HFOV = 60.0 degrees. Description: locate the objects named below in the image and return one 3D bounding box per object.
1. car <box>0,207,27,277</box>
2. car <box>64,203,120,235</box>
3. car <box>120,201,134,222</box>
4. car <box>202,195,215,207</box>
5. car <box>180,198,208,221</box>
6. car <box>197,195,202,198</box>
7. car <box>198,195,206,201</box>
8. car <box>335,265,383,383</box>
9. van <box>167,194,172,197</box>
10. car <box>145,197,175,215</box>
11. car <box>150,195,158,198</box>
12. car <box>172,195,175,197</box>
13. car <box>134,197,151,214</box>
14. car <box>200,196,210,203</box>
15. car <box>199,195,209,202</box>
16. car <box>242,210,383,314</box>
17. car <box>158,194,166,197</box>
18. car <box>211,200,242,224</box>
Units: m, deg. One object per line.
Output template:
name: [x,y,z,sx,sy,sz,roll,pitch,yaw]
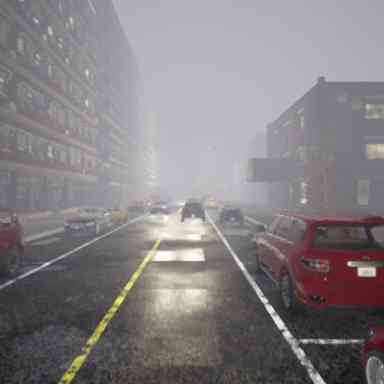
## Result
car: [-5.688,1.311,7.508,2.192,1.841,5.009,0,0,0]
car: [-5.692,1.545,18.587,2.008,1.369,4.403,0,0,0]
car: [-5.693,1.519,23.956,1.752,1.417,4.829,0,0,0]
car: [2.681,1.528,46.456,1.752,1.417,4.829,0,0,0]
car: [0.093,1.502,27.045,1.837,1.490,4.892,0,1,0]
car: [0.088,1.527,44.963,1.812,1.442,4.674,0,0,0]
car: [2.671,1.501,90.600,1.967,1.590,4.097,0,0,0]
car: [2.692,1.581,1.972,1.802,1.307,4.206,0,0,0]
van: [-5.704,1.365,68.441,1.690,1.788,3.998,0,0,0]
car: [-3.030,1.544,33.534,2.033,1.411,5.357,0,0,1]
car: [-5.697,1.439,40.744,1.967,1.590,4.097,0,0,0]
car: [-5.707,1.356,79.519,2.192,1.841,5.009,0,0,0]
car: [-5.696,1.542,35.205,1.887,1.381,4.507,0,0,0]
car: [2.676,1.550,68.612,1.752,1.417,4.829,0,0,0]
car: [2.675,1.473,73.982,1.967,1.590,4.097,0,0,0]
car: [2.692,1.312,7.511,2.192,1.841,5.009,0,0,0]
car: [-5.700,1.321,51.823,2.192,1.841,5.009,0,0,0]
car: [2.687,1.545,24.129,2.008,1.369,4.403,0,0,0]
